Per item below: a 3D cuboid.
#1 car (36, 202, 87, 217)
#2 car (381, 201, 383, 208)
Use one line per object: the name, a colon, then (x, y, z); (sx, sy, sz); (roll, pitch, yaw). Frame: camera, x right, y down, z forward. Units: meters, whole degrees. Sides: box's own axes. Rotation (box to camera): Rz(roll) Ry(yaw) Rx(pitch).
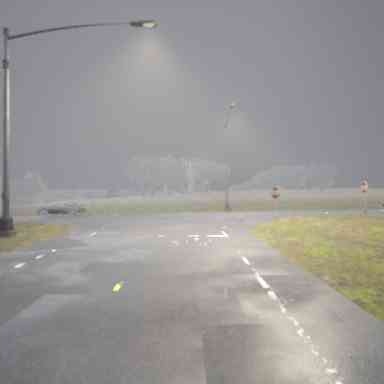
car: (-13.266, 1.748, 33.875); (4.902, 1.511, 2.128); (-1, -2, 0)
car: (22.149, 0.888, 34.366); (4.553, 1.767, 2.097); (-1, -2, -1)
